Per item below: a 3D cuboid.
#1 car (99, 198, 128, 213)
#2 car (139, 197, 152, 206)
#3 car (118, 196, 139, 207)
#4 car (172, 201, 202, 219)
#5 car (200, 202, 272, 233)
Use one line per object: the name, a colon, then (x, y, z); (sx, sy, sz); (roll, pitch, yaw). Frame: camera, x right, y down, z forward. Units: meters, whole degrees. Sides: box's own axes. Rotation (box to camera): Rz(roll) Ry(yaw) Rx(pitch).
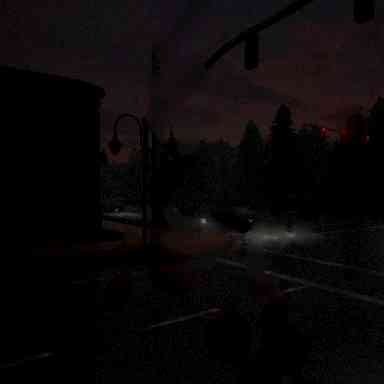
car: (-9.241, 1.601, 37.085); (1.895, 1.301, 4.718); (0, 0, -34)
car: (-7.940, 1.505, 53.780); (1.837, 1.490, 4.892); (0, 0, -35)
car: (-10.506, 1.352, 51.337); (2.097, 1.767, 4.553); (0, 0, -35)
car: (0.237, 1.547, 29.547); (2.033, 1.411, 5.357); (0, 0, -35)
car: (2.644, 1.526, 19.760); (1.812, 1.442, 4.674); (0, 0, -32)
